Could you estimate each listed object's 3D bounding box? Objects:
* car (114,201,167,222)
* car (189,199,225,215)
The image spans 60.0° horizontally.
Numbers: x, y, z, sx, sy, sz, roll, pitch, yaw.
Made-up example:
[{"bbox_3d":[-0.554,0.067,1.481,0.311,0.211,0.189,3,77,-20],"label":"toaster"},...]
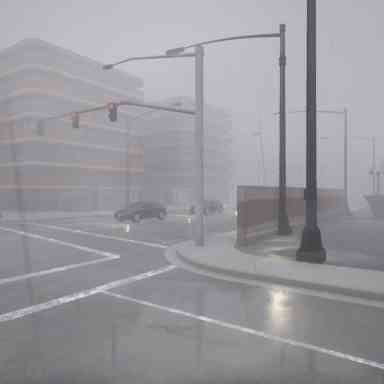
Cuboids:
[{"bbox_3d":[-3.961,1.505,26.320,1.837,1.490,4.892,0,0,35],"label":"car"},{"bbox_3d":[1.627,1.505,34.444,1.837,1.490,4.892,0,0,35],"label":"car"}]
